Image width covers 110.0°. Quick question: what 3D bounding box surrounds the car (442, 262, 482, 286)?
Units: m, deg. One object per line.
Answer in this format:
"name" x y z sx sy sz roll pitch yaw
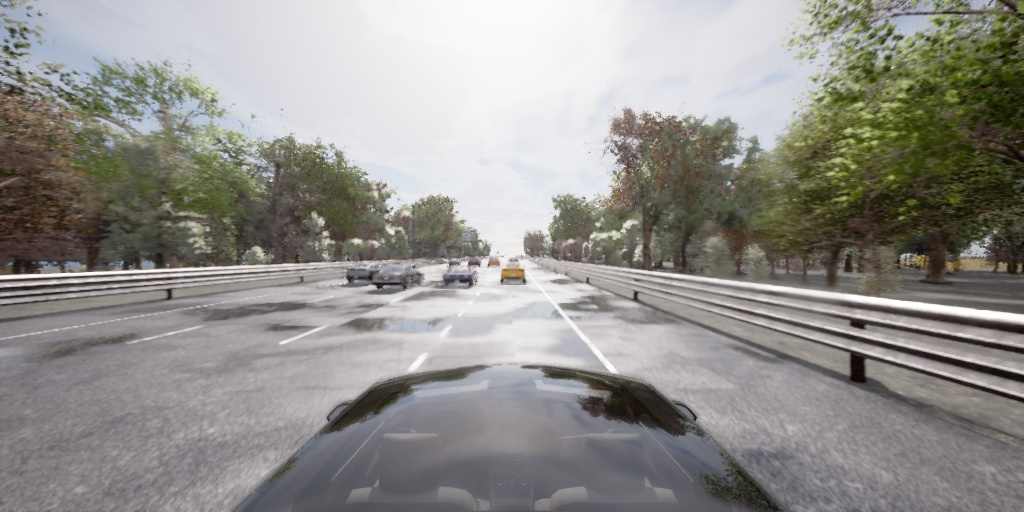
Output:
"car" -3.434 1.323 24.781 1.895 1.301 4.718 0 0 0

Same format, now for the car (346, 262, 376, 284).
"car" -10.424 1.213 26.458 2.128 1.511 4.902 0 0 0

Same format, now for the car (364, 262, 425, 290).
"car" -6.954 1.273 22.423 2.033 1.411 5.357 0 0 1

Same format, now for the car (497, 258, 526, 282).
"car" 0.088 1.195 28.374 1.882 1.535 5.008 0 0 0
